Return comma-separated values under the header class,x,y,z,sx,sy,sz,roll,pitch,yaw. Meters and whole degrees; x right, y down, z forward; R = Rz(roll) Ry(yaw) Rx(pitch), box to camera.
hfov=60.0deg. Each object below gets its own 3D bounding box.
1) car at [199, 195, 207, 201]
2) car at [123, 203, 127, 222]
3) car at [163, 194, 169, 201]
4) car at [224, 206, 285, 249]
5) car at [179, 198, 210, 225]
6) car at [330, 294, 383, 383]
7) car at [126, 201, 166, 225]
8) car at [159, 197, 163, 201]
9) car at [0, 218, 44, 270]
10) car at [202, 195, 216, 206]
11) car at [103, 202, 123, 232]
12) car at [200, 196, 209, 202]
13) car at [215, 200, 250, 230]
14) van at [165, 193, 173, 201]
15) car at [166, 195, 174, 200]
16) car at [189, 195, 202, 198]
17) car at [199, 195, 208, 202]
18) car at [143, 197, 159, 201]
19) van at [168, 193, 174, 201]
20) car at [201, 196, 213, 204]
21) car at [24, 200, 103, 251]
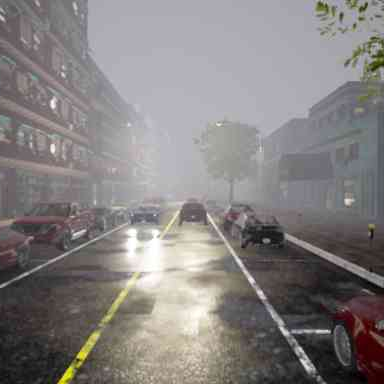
class,x,y,z,sx,sy,sz,roll,pitch,yaw
car,2.678,1.474,82.543,1.947,1.339,4.313,0,0,0
car,-5.695,1.501,25.576,2.008,1.369,4.403,0,0,0
car,-5.699,1.477,59.757,1.947,1.339,4.313,0,0,0
car,2.687,1.520,14.183,2.008,1.369,4.403,0,0,0
car,0.082,1.431,23.765,1.882,1.535,5.008,0,0,0
car,2.689,1.575,2.790,1.802,1.307,4.206,0,0,0
car,-3.064,1.555,23.323,1.895,1.301,4.718,0,0,0
car,-5.698,1.465,48.365,1.887,1.381,4.507,0,0,0
car,-5.693,1.562,8.487,1.802,1.307,4.206,0,0,0
car,2.683,1.472,48.363,2.008,1.369,4.403,0,0,0
car,-5.694,1.525,19.880,1.947,1.339,4.313,0,0,0
car,2.679,1.490,71.149,1.802,1.307,4.206,0,0,0
car,2.686,1.400,19.879,1.967,1.590,4.097,0,0,0
van,-5.704,1.249,82.545,1.690,1.788,3.998,0,0,0
car,-5.703,1.490,88.242,1.802,1.307,4.206,0,0,0
car,0.094,1.450,45.843,1.812,1.442,4.674,0,0,0
car,2.679,1.453,76.846,1.887,1.381,4.507,0,0,0
car,-5.698,1.453,42.497,1.752,1.417,4.829,0,0,0
van,-5.703,1.248,76.848,1.690,1.788,3.998,0,0,0
car,2.681,1.457,59.755,1.887,1.381,4.507,0,0,0
car,-5.694,1.284,14.183,2.192,1.841,5.009,0,0,0
